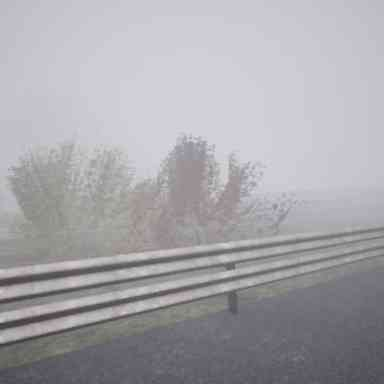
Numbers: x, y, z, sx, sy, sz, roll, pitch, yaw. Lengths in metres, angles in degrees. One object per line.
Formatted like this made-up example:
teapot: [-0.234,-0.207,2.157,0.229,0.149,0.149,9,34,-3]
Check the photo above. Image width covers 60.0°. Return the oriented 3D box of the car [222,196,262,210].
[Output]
car: [6.769,1.484,45.213,4.902,1.511,2.128,-4,2,-17]

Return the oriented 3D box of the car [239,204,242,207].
car: [7.848,1.552,41.883,4.892,1.490,1.837,-4,2,-17]

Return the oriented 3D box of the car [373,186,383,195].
car: [30.936,-0.187,52.403,4.892,1.490,1.837,-4,2,-16]

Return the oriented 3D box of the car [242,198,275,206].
car: [8.960,1.643,38.566,5.357,1.411,2.033,-4,2,-17]
